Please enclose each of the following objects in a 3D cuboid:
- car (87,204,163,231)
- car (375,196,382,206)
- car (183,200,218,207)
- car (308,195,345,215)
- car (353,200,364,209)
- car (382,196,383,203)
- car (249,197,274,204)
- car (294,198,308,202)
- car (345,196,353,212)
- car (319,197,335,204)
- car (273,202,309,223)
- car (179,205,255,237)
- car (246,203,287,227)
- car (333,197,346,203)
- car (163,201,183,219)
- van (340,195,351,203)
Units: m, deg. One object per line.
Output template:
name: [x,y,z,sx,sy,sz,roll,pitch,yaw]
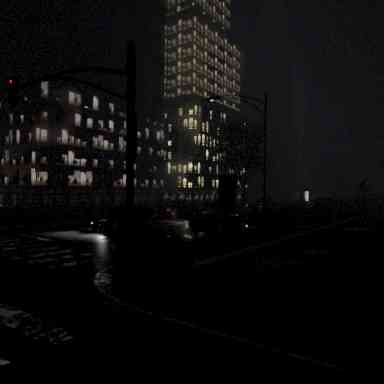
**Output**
car: [-4.306,1.545,21.065,1.837,1.490,4.892,1,0,36]
car: [35.122,1.939,64.688,1.752,1.417,4.829,1,0,36]
car: [1.689,1.566,29.175,1.882,1.535,5.008,1,0,36]
car: [15.299,1.567,37.716,2.192,1.841,5.009,1,0,36]
car: [25.126,1.772,51.158,1.967,1.590,4.097,1,0,36]
car: [41.621,1.782,73.480,2.192,1.841,5.009,1,0,36]
car: [7.775,1.489,37.390,2.097,1.767,4.553,1,0,37]
car: [18.283,1.723,56.000,1.752,1.417,4.829,1,0,36]
car: [18.570,1.719,42.201,1.967,1.590,4.097,1,0,36]
car: [28.281,1.845,69.530,1.947,1.339,4.313,1,0,36]
car: [8.062,1.777,27.850,1.802,1.307,4.206,1,0,36]
car: [1.548,1.694,19.034,2.008,1.369,4.403,1,0,36]
car: [4.806,1.735,23.443,1.947,1.339,4.313,1,0,36]
car: [34.777,1.859,78.323,1.752,1.417,4.829,1,0,36]
car: [-1.511,1.477,29.427,1.967,1.590,4.097,1,0,36]
van: [38.179,1.703,82.924,1.690,1.788,3.998,1,0,36]
